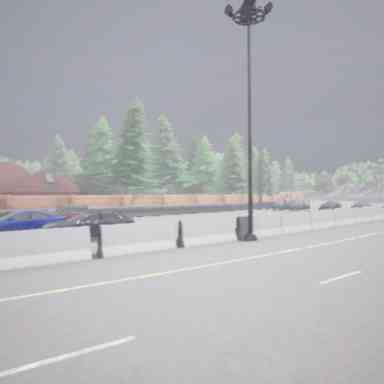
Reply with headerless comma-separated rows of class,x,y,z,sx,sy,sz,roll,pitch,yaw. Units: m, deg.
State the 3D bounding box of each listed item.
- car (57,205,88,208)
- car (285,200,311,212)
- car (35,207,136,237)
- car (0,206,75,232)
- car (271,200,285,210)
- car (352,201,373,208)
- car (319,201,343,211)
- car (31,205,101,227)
car,-9.202,1.703,23.407,4.553,1.767,2.097,0,-1,-38
car,15.356,1.960,47.067,1.812,1.442,4.674,-1,-1,40
car,-5.307,1.757,17.565,4.892,1.490,1.837,0,-1,-38
car,-9.568,1.777,18.748,5.008,1.535,1.882,0,-1,-37
car,13.748,2.014,50.637,1.812,1.442,4.674,-1,-1,40
car,24.030,1.926,46.796,1.994,1.385,4.181,-1,-1,38
car,19.655,1.945,46.814,2.033,1.411,5.357,-1,-1,40
car,-10.153,1.879,27.079,5.008,1.535,1.882,0,-1,-38
